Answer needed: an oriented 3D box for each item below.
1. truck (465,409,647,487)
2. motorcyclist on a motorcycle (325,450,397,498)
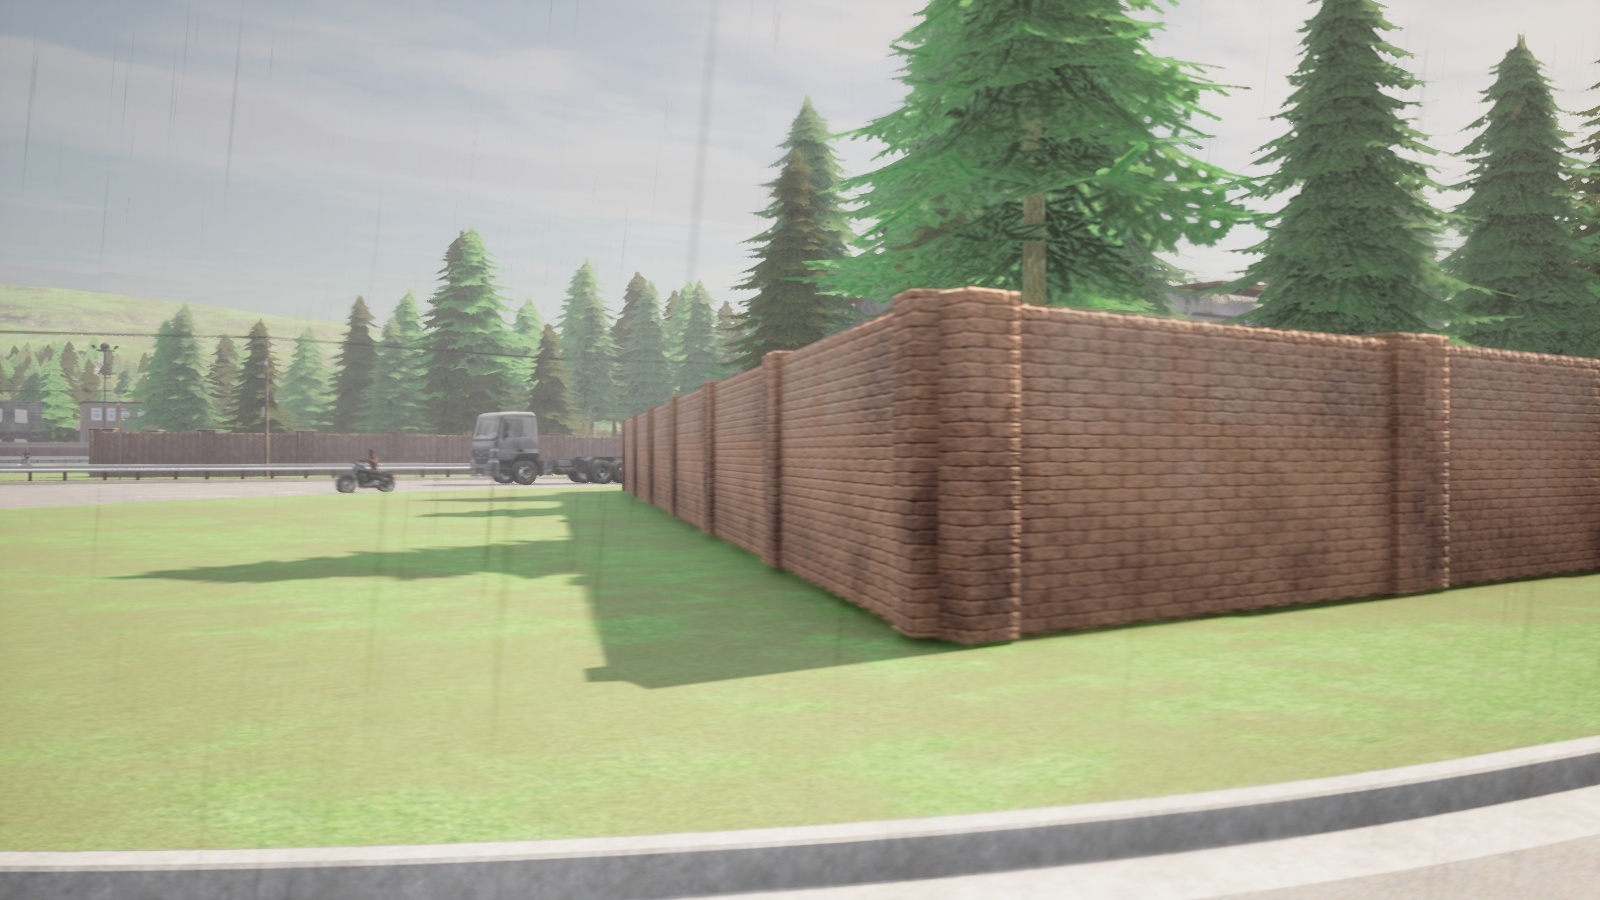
[{"bbox_3d":[-11.443,-0.067,59.316,7.936,3.462,2.891,0,0,-35],"label":"truck"},{"bbox_3d":[-15.613,0.837,44.723,0.766,1.649,2.350,1,0,37],"label":"motorcyclist on a motorcycle"}]
